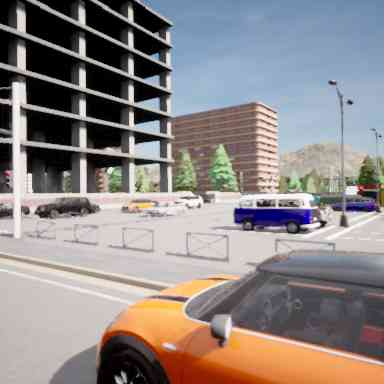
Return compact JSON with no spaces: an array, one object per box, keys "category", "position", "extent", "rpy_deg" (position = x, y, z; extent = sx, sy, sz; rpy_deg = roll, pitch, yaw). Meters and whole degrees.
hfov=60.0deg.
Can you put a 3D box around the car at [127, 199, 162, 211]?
[{"category":"car","position":[-6.678,1.830,47.209],"extent":[2.128,1.511,4.902],"rpy_deg":[-1,0,35]}]

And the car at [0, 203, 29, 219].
[{"category":"car","position":[-17.862,1.830,31.421],"extent":[2.128,1.511,4.902],"rpy_deg":[-1,0,36]}]

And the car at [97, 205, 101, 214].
[{"category":"car","position":[-12.712,1.903,38.689],"extent":[1.994,1.385,4.181],"rpy_deg":[-1,0,35]}]

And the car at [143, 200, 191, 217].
[{"category":"car","position":[-2.512,1.810,34.577],"extent":[1.895,1.301,4.718],"rpy_deg":[-1,0,35]}]

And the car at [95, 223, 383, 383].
[{"category":"car","position":[1.151,1.361,3.170],"extent":[4.553,1.767,2.097],"rpy_deg":[-1,-1,36]}]

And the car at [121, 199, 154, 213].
[{"category":"car","position":[-6.669,1.649,41.168],"extent":[2.097,1.767,4.553],"rpy_deg":[-1,0,35]}]

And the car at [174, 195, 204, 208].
[{"category":"car","position":[-0.466,1.560,55.928],"extent":[2.150,2.045,5.566],"rpy_deg":[-1,0,36]}]

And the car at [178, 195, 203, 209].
[{"category":"car","position":[-0.585,1.518,49.746],"extent":[2.150,2.045,5.566],"rpy_deg":[-1,0,36]}]

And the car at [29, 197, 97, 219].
[{"category":"car","position":[-12.557,1.518,32.848],"extent":[2.150,2.045,5.566],"rpy_deg":[-1,0,35]}]

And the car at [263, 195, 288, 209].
[{"category":"car","position":[14.957,1.737,59.316],"extent":[1.812,1.442,4.674],"rpy_deg":[-1,-1,35]}]

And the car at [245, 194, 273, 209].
[{"category":"car","position":[12.490,1.475,61.870],"extent":[2.150,2.045,5.566],"rpy_deg":[-1,0,35]}]
